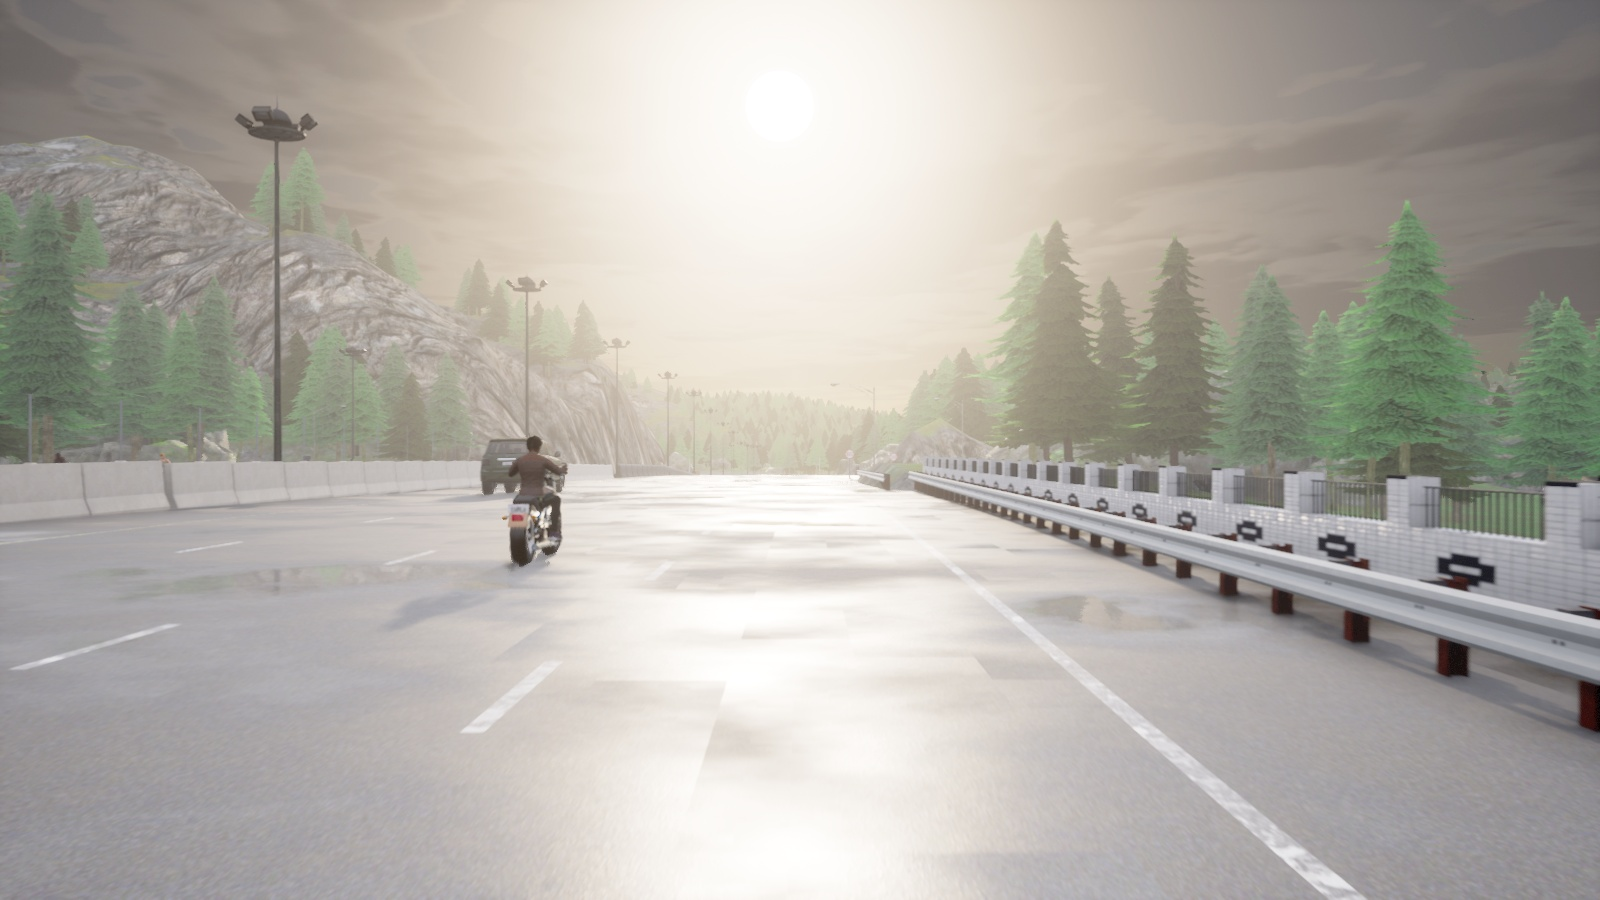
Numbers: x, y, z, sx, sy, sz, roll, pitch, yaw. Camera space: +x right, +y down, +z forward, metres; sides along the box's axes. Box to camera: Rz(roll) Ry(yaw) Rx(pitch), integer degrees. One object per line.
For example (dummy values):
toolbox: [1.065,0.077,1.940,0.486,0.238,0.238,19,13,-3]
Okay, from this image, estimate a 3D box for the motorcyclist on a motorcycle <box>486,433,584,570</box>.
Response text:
motorcyclist on a motorcycle: [-3.392,0.620,16.309,0.766,1.649,2.350,0,0,0]

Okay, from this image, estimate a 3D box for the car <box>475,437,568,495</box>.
car: [-10.221,0.589,46.537,2.150,2.045,5.566,0,-1,0]
